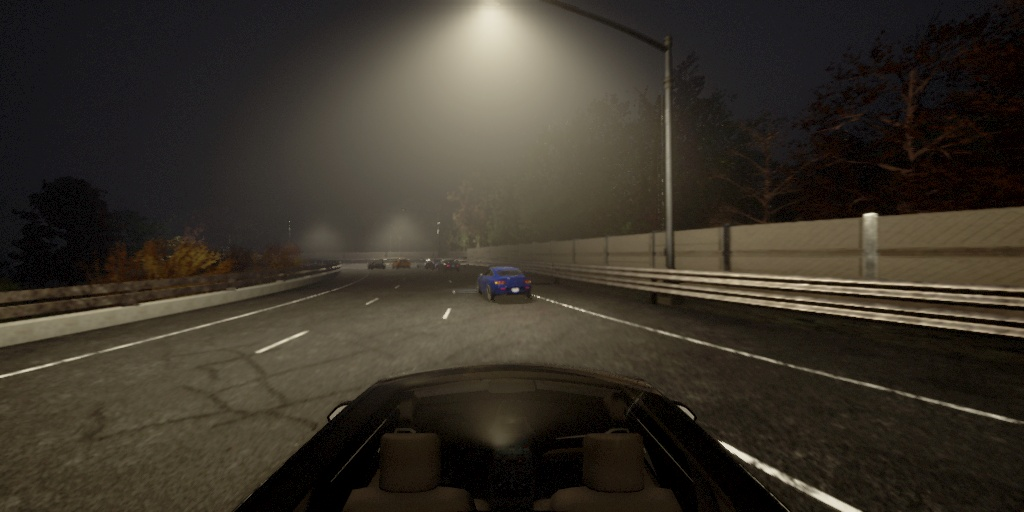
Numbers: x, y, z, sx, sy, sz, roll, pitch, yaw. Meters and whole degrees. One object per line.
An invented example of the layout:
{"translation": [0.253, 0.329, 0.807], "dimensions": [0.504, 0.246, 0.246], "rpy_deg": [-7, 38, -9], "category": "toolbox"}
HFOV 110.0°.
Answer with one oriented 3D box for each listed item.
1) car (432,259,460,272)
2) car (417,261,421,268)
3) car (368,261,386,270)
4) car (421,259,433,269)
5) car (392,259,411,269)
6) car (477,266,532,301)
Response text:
{"translation": [-7.701, 1.168, 43.112], "dimensions": [2.033, 1.411, 5.357], "rpy_deg": [-1, 0, -24], "category": "car"}
{"translation": [-13.170, 1.225, 54.951], "dimensions": [1.895, 1.301, 4.718], "rpy_deg": [-1, 0, -30], "category": "car"}
{"translation": [-19.701, 1.319, 52.191], "dimensions": [1.895, 1.301, 4.718], "rpy_deg": [-1, 0, -30], "category": "car"}
{"translation": [-10.618, 1.167, 49.909], "dimensions": [2.033, 1.411, 5.357], "rpy_deg": [-1, 0, -29], "category": "car"}
{"translation": [-16.655, 1.149, 53.910], "dimensions": [1.882, 1.535, 5.008], "rpy_deg": [-1, 1, -30], "category": "car"}
{"translation": [-0.442, 1.200, 16.735], "dimensions": [1.812, 1.442, 4.674], "rpy_deg": [-1, 0, -15], "category": "car"}
